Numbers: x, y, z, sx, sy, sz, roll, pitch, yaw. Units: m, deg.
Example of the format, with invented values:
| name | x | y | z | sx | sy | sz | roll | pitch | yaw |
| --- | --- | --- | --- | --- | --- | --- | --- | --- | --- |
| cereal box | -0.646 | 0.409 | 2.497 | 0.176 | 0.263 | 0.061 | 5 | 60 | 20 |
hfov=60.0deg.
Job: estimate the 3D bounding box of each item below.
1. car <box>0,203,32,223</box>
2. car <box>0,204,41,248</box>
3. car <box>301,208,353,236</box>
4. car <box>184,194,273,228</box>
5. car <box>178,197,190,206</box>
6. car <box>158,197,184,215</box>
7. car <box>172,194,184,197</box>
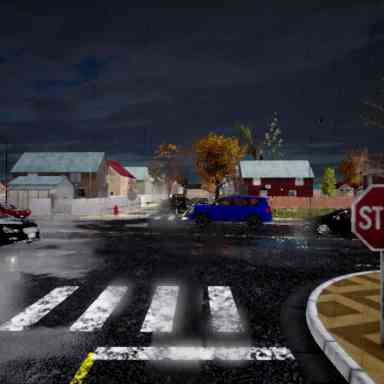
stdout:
| name | x | y | z | sx | sy | sz | roll | pitch | yaw |
| --- | --- | --- | --- | --- | --- | --- | --- | --- | --- |
| car | -14.649 | 1.503 | 24.674 | 4.718 | 1.301 | 1.895 | 1 | 0 | 8 |
| car | -8.488 | 1.379 | 13.386 | 4.902 | 1.511 | 2.128 | 1 | -1 | 15 |
| car | 8.517 | 1.629 | 18.188 | 4.892 | 1.490 | 1.837 | 1 | 0 | 8 |
| car | 2.573 | 1.269 | 22.293 | 5.566 | 2.045 | 2.150 | 2 | 0 | 8 |
| car | -1.370 | 1.595 | 57.408 | 1.812 | 1.442 | 4.674 | 0 | 0 | 2 |
| car | -2.324 | 1.530 | 34.593 | 1.837 | 1.490 | 4.892 | 0 | 0 | 4 |
| car | -1.844 | 1.263 | 45.274 | 2.150 | 2.045 | 5.566 | 0 | 0 | 2 |
